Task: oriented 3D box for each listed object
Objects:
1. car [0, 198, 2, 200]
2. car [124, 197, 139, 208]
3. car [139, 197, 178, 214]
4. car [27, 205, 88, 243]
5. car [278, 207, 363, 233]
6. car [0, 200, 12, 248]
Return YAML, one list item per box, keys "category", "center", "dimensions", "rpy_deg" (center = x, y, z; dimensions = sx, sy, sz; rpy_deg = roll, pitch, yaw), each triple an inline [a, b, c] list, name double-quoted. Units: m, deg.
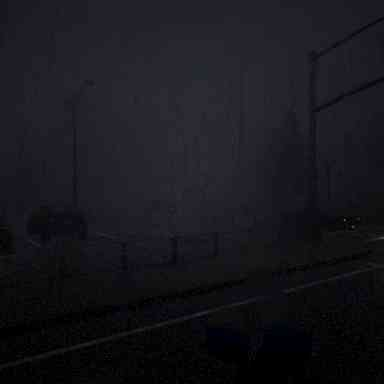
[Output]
- category: "car"
  center: [-21.507, 1.373, 36.482]
  dimensions: [1.845, 1.501, 3.633]
  rpy_deg: [0, 0, -36]
- category: "car"
  center: [-7.982, 1.470, 47.603]
  dimensions: [1.882, 1.535, 5.008]
  rpy_deg: [0, 0, -36]
- category: "car"
  center: [-3.384, 1.498, 35.242]
  dimensions: [1.837, 1.490, 4.892]
  rpy_deg: [0, 0, -36]
- category: "car"
  center: [-6.282, 1.338, 15.364]
  dimensions: [2.007, 1.523, 4.514]
  rpy_deg: [0, 0, -36]
- category: "car"
  center: [7.603, 1.594, 20.065]
  dimensions: [1.895, 1.301, 4.718]
  rpy_deg: [0, 0, -34]
- category: "car"
  center: [-8.797, 1.330, 13.488]
  dimensions: [2.152, 1.636, 5.027]
  rpy_deg: [0, 0, -36]
